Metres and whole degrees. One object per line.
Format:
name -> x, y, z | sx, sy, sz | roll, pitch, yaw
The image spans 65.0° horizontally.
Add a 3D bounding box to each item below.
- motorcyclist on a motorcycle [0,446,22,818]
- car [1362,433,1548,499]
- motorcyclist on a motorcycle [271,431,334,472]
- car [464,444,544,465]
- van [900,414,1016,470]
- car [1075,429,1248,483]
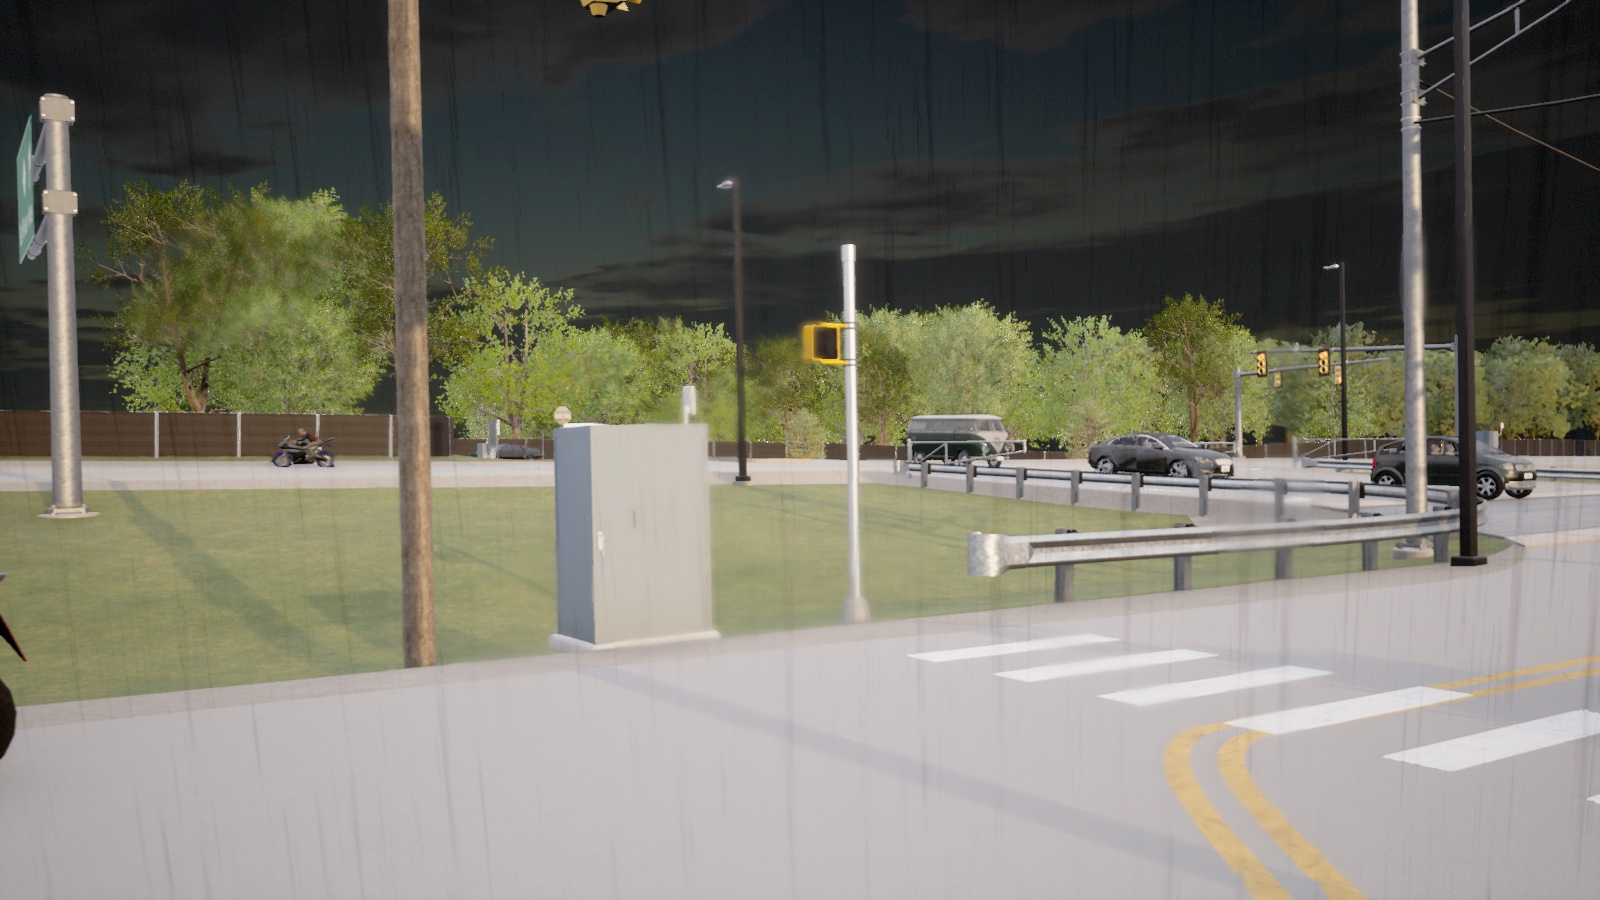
motorcyclist on a motorcycle -> -4.285, 0.748, 4.940 | 2.044, 1.523, 0.797 | 0, 0, -35
car -> 16.371, 0.372, 31.531 | 1.789, 1.549, 3.705 | -1, 0, -34
motorcyclist on a motorcycle -> -18.847, 0.041, 47.549 | 2.191, 1.530, 0.866 | 0, 0, -22
car -> -21.518, 0.326, 91.455 | 2.033, 1.411, 5.357 | -1, 0, 44
van -> 5.844, -0.337, 46.946 | 1.775, 1.987, 4.442 | 0, 1, -34
car -> 11.171, 0.145, 39.150 | 2.128, 1.511, 4.902 | 0, 2, -34
